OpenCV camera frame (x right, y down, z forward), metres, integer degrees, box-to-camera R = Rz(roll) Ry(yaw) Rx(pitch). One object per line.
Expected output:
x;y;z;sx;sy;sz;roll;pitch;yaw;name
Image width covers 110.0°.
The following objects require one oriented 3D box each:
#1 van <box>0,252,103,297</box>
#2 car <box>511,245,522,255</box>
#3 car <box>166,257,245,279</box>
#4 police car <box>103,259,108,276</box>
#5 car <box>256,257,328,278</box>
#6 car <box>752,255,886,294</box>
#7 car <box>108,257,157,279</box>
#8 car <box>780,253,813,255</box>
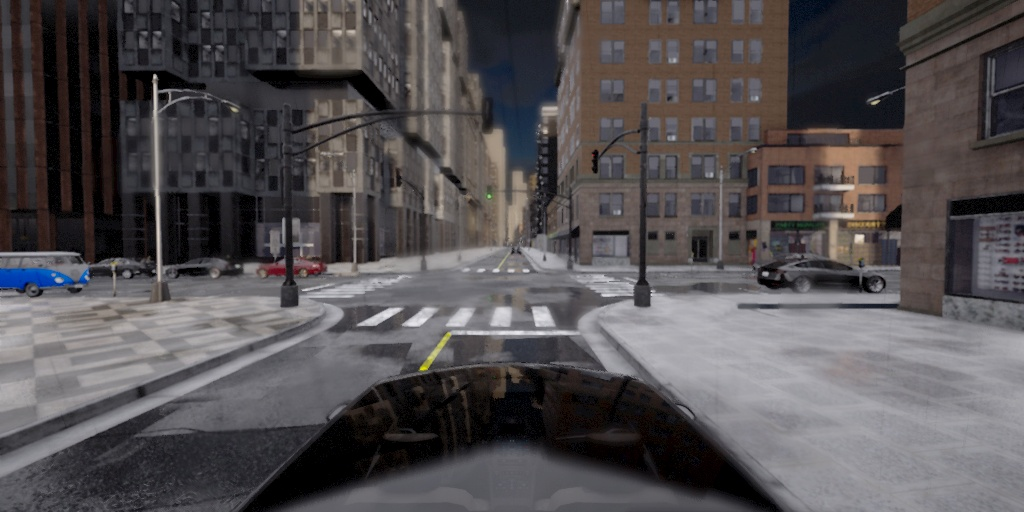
-19.958;0.728;14.829;3.998;1.789;1.690;0;0;1;van
0.768;-0.955;64.792;1.812;1.442;4.674;0;2;1;car
-19.855;0.741;23.351;4.313;1.339;1.948;0;0;1;car
-23.610;0.770;17.525;5.238;1.638;1.930;0;1;1;police car
-14.206;0.722;23.275;4.207;1.307;1.802;0;0;1;car
12.264;0.745;14.397;4.313;1.339;1.948;0;0;1;car
-25.503;0.760;23.426;4.403;1.370;2.007;0;0;1;car
17.777;0.482;22.846;4.403;1.370;2.007;0;0;1;car
